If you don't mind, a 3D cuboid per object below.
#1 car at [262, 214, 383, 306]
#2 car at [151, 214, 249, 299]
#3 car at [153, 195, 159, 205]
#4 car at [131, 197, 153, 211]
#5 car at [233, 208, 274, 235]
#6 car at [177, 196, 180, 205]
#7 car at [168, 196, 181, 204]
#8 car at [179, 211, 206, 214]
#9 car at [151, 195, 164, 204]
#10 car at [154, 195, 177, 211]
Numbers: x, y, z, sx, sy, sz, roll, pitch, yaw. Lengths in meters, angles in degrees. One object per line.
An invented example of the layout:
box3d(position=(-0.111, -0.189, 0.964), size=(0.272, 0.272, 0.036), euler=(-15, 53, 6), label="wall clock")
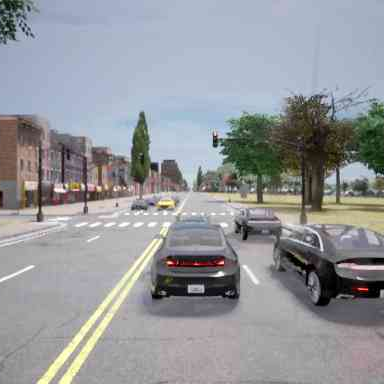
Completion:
box3d(position=(3.327, 1.511, 8.026), size=(2.128, 1.511, 4.902), euler=(0, 0, 0), label="car")
box3d(position=(0.078, 1.527, 8.466), size=(1.837, 1.490, 4.892), euler=(0, 0, 0), label="car")
box3d(position=(-6.616, 1.565, 53.447), size=(2.033, 1.411, 5.357), euler=(0, 0, 0), label="car")
box3d(position=(-6.617, 1.656, 43.082), size=(1.994, 1.385, 4.181), euler=(0, 0, 0), label="car")
box3d(position=(3.290, 1.568, 17.236), size=(2.128, 1.511, 4.902), euler=(0, 0, 0), label="car")
box3d(position=(-3.362, 1.580, 53.576), size=(1.994, 1.385, 4.181), euler=(0, 1, 0), label="car")
box3d(position=(-3.325, 1.464, 64.140), size=(2.033, 1.411, 5.357), euler=(0, 1, 0), label="car")
box3d(position=(0.045, 1.681, 17.771), size=(1.895, 1.301, 4.718), euler=(0, 0, 0), label="car")
box3d(position=(-6.575, 1.411, 63.841), size=(2.128, 1.511, 4.902), euler=(0, 1, 0), label="car")
box3d(position=(-3.366, 1.567, 43.663), size=(1.882, 1.535, 5.008), euler=(0, 0, 1), label="car")
